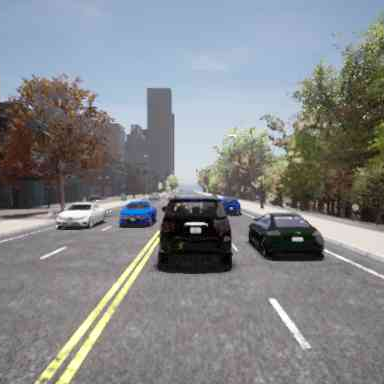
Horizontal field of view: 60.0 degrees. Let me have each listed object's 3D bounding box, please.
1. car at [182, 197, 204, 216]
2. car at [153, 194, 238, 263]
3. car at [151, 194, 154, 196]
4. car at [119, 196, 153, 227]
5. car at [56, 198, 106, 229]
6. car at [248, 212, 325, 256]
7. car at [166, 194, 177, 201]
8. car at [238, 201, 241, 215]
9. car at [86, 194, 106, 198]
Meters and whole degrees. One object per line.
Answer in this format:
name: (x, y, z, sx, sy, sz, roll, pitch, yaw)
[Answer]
car: (0.034, 1.254, 30.009, 1.812, 1.442, 4.674, 0, 1, -1)
car: (0.102, 1.114, 11.719, 2.150, 2.045, 5.566, 0, 0, 0)
car: (-7.096, 1.043, 63.852, 2.033, 1.411, 5.357, 0, 1, -1)
car: (-3.357, 1.285, 21.304, 1.882, 1.535, 5.008, 0, 1, 0)
car: (-6.604, 1.342, 20.307, 1.812, 1.442, 4.674, 0, 1, 0)
car: (3.352, 1.449, 12.570, 1.994, 1.385, 4.181, 0, 1, 0)
car: (-3.846, 1.035, 63.875, 1.895, 1.301, 4.718, 0, 1, -1)
car: (3.279, 1.202, 30.429, 1.882, 1.535, 5.008, 0, 1, -1)
car: (-20.680, 1.178, 71.693, 4.313, 1.339, 1.947, -1, 2, -1)
